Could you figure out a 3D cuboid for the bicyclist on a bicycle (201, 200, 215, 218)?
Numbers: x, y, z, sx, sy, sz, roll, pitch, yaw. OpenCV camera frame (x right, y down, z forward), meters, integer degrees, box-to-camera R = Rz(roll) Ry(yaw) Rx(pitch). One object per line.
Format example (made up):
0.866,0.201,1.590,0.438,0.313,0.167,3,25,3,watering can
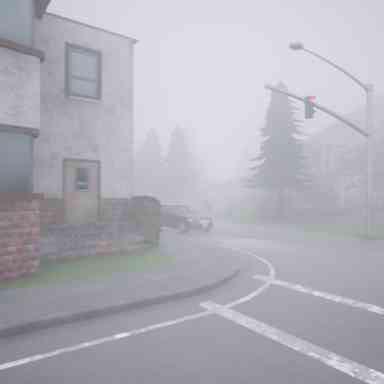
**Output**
1.354,1.540,29.442,1.656,1.620,0.582,0,0,-35,bicyclist on a bicycle

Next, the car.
-0.673,1.543,19.910,2.128,1.511,4.902,0,0,-35,car
